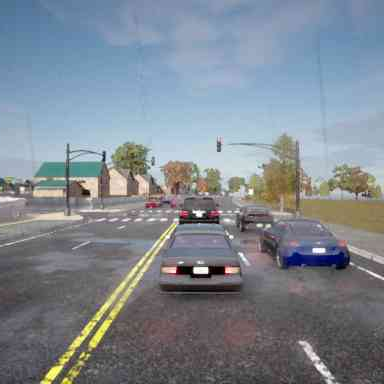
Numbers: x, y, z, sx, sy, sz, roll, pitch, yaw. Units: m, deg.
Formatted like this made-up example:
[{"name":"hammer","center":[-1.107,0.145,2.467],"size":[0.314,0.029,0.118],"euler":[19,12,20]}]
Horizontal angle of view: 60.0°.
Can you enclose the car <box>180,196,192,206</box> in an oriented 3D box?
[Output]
[{"name":"car","center":[-1.029,1.579,59.680],"size":[1.882,1.535,5.008],"euler":[0,1,4]}]

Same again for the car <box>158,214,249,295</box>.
[{"name":"car","center":[0.204,1.553,8.891],"size":[2.033,1.411,5.357],"euler":[0,0,1]}]

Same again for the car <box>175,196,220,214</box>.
[{"name":"car","center":[0.422,1.237,19.138],"size":[2.150,2.045,5.566],"euler":[0,0,1]}]

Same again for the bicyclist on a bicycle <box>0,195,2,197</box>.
[{"name":"bicyclist on a bicycle","center":[-23.947,1.036,41.357],"size":[0.582,1.620,1.656],"euler":[1,-1,16]}]

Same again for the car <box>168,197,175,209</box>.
[{"name":"car","center":[-1.847,1.547,47.106],"size":[1.882,1.535,5.008],"euler":[0,0,3]}]

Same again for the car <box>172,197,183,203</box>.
[{"name":"car","center":[-3.189,1.744,72.913],"size":[1.895,1.301,4.718],"euler":[0,0,5]}]

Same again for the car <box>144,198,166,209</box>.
[{"name":"car","center":[-5.197,1.671,45.804],"size":[1.895,1.301,4.718],"euler":[0,0,4]}]

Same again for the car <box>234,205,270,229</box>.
[{"name":"car","center":[3.689,1.520,19.994],"size":[1.837,1.490,4.892],"euler":[0,0,3]}]

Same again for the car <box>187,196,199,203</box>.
[{"name":"car","center":[0.246,1.677,74.924],"size":[2.128,1.511,4.902],"euler":[0,0,5]}]

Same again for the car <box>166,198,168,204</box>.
[{"name":"car","center":[-4.355,1.703,58.789],"size":[1.895,1.301,4.718],"euler":[0,0,4]}]

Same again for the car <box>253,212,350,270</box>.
[{"name":"car","center":[3.500,1.570,11.102],"size":[1.994,1.385,4.181],"euler":[0,0,1]}]
